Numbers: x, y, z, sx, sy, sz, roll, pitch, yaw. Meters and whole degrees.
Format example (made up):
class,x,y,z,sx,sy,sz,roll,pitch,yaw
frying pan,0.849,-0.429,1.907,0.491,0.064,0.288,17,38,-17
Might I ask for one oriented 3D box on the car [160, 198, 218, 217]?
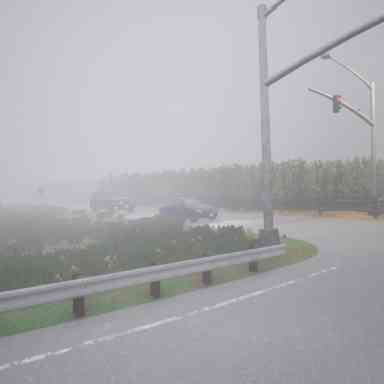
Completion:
class,x,y,z,sx,sy,sz,roll,pitch,yaw
car,-0.362,1.113,21.920,1.812,1.442,4.674,-3,2,-41

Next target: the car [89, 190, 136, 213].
class,x,y,z,sx,sy,sz,roll,pitch,yaw
car,-7.294,0.850,29.983,2.150,2.045,5.566,-3,2,-41
